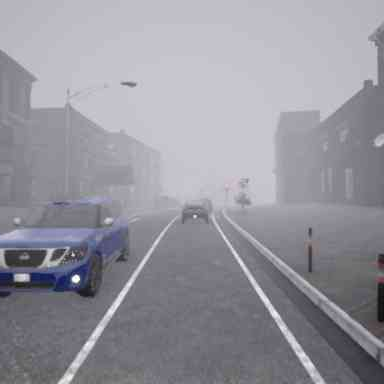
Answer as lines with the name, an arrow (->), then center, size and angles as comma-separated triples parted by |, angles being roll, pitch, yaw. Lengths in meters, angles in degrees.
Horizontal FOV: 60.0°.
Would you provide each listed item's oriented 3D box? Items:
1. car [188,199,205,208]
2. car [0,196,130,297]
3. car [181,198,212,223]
car -> 0.821, 1.937, 57.175 | 1.882, 1.535, 5.008 | -1, -2, 11
car -> -3.091, 1.165, 8.805 | 2.150, 2.045, 5.566 | 0, 1, 0
car -> 0.274, 1.349, 24.006 | 1.837, 1.490, 4.892 | 0, 0, 2
